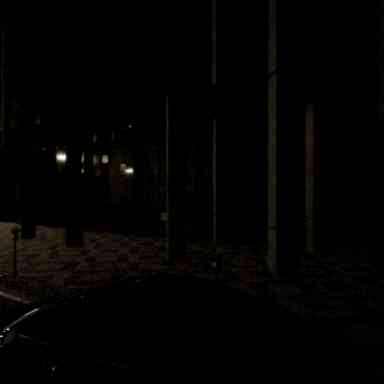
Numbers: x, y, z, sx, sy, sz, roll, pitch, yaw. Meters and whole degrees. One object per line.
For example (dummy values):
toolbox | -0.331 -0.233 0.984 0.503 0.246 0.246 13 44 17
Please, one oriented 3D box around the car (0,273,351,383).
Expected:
car | -0.679 1.560 3.421 4.313 1.339 1.947 0 0 35
